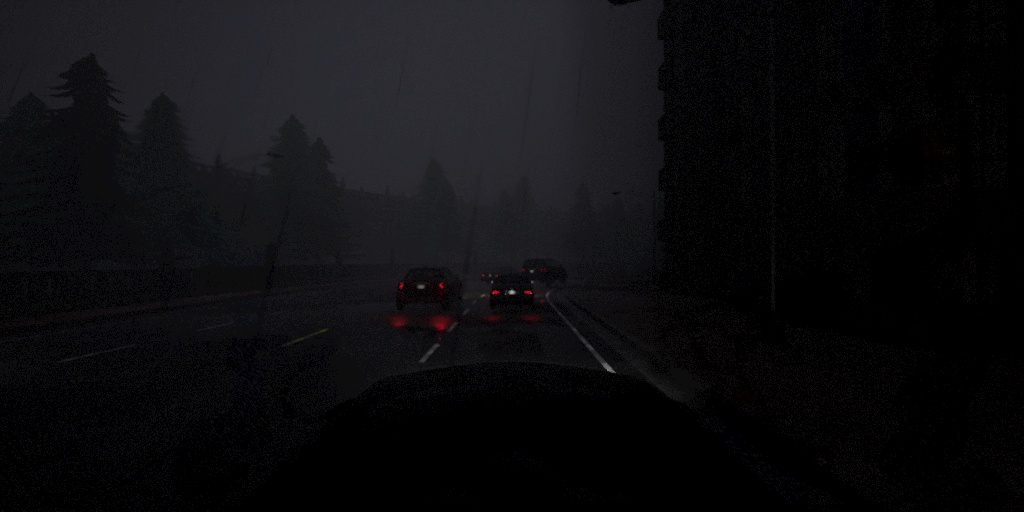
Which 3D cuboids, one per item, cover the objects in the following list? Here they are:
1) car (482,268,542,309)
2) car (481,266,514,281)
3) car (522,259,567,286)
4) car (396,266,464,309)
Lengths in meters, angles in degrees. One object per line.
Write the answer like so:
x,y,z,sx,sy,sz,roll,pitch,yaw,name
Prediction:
0.010,1.432,15.834,2.033,1.411,5.357,0,-1,0,car
-0.583,1.563,29.622,2.033,1.411,5.357,0,-1,26,car
2.585,1.218,28.141,2.150,2.045,5.566,0,-1,26,car
-3.479,1.235,15.927,2.097,1.767,4.553,0,-1,1,car
